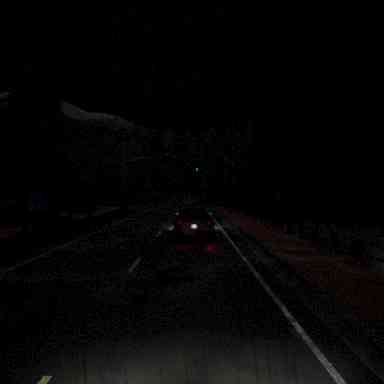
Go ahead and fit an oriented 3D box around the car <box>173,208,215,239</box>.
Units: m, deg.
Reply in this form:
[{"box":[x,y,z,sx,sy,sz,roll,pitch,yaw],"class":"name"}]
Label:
[{"box":[0.098,1.529,17.085,1.994,1.385,4.181,0,0,0],"class":"car"}]
